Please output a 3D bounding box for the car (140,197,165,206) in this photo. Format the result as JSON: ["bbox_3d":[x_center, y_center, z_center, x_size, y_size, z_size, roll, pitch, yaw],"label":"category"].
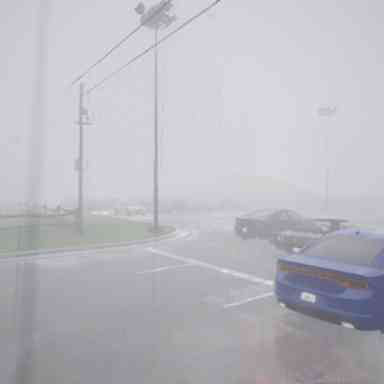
[{"bbox_3d":[-6.881,1.674,57.896,2.033,1.411,5.357,0,0,-36],"label":"car"}]

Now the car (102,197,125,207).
[{"bbox_3d":[-12.850,1.587,54.138,1.882,1.535,5.008,0,0,-35],"label":"car"}]

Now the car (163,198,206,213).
[{"bbox_3d":[-1.058,1.578,37.583,2.128,1.511,4.902,0,0,-36],"label":"car"}]

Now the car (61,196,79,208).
[{"bbox_3d":[-17.718,1.442,48.853,2.097,1.767,4.553,0,0,-35],"label":"car"}]

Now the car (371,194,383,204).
[{"bbox_3d":[39.991,1.441,68.408,2.150,2.045,5.566,0,0,-3],"label":"car"}]

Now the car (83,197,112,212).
[{"bbox_3d":[-11.895,1.643,40.694,1.994,1.385,4.181,0,0,-36],"label":"car"}]

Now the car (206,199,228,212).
[{"bbox_3d":[1.733,1.621,39.716,1.812,1.442,4.674,0,0,-36],"label":"car"}]

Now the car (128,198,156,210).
[{"bbox_3d":[-6.938,1.603,45.805,1.837,1.490,4.892,0,0,-35],"label":"car"}]

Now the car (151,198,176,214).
[{"bbox_3d":[-4.023,1.679,35.710,1.895,1.301,4.718,0,0,-36],"label":"car"}]

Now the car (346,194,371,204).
[{"bbox_3d":[36.277,1.443,71.567,2.150,2.045,5.566,0,0,-7],"label":"car"}]

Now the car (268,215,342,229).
[{"bbox_3d":[5.176,1.637,12.439,4.718,1.301,1.895,0,0,-40],"label":"car"}]

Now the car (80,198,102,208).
[{"bbox_3d":[-16.020,1.702,52.540,1.895,1.301,4.718,0,0,-35],"label":"car"}]

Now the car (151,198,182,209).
[{"bbox_3d":[-3.715,1.597,47.329,2.128,1.511,4.902,0,0,-35],"label":"car"}]

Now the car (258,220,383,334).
[{"bbox_3d":[3.776,1.499,6.788,5.008,1.535,1.882,0,0,-38],"label":"car"}]

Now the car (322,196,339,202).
[{"bbox_3d":[33.861,1.762,81.377,1.812,1.442,4.674,0,0,-24],"label":"car"}]

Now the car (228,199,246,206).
[{"bbox_3d":[5.013,1.608,41.134,1.837,1.490,4.892,0,0,-36],"label":"car"}]

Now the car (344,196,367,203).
[{"bbox_3d":[38.499,1.762,78.449,2.128,1.511,4.902,0,0,-17],"label":"car"}]

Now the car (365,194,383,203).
[{"bbox_3d":[42.657,1.463,76.124,2.150,2.045,5.566,0,0,-14],"label":"car"}]

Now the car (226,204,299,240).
[{"bbox_3d":[4.191,1.521,16.211,5.008,1.535,1.882,0,0,-41],"label":"car"}]

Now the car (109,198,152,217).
[{"bbox_3d":[-6.079,1.594,32.574,1.812,1.442,4.674,0,0,-36],"label":"car"}]

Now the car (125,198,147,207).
[{"bbox_3d":[-9.448,1.681,55.433,1.994,1.385,4.181,0,0,-35],"label":"car"}]

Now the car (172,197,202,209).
[{"bbox_3d":[-0.796,1.606,49.279,2.128,1.511,4.902,0,0,-35],"label":"car"}]
